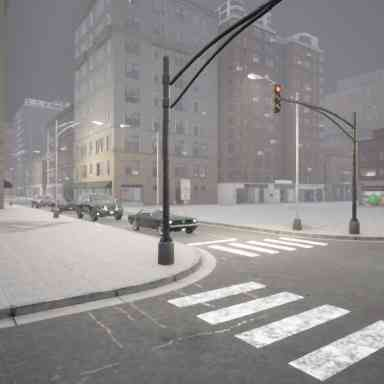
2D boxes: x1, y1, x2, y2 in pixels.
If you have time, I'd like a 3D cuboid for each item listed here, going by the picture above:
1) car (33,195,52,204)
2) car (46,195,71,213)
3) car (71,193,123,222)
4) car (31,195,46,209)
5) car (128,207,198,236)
[{"bbox_3d":[-25.467,1.270,56.518,2.033,1.411,5.357,0,0,-35],"label":"car"},{"bbox_3d":[-13.213,1.311,34.287,1.882,1.535,5.008,0,0,-36],"label":"car"},{"bbox_3d":[-7.341,1.102,26.032,2.150,2.045,5.566,0,0,-35],"label":"car"},{"bbox_3d":[-19.118,1.140,42.622,2.097,1.767,4.553,0,0,-35],"label":"car"},{"bbox_3d":[-1.695,1.527,18.129,1.895,1.301,4.718,0,0,-36],"label":"car"}]
